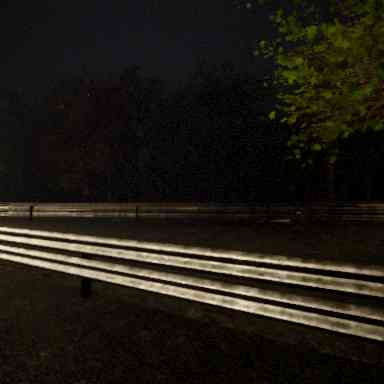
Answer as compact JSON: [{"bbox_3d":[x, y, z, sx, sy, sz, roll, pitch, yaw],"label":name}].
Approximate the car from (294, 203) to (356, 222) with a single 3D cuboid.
[{"bbox_3d":[10.952,1.643,27.561,4.792,1.488,2.163,-1,0,14],"label":"car"}]
